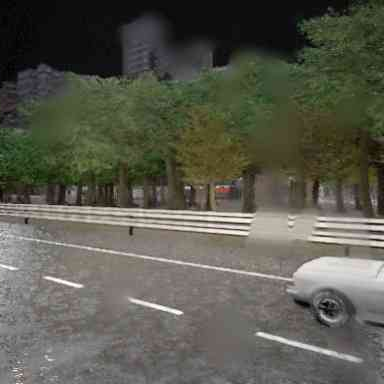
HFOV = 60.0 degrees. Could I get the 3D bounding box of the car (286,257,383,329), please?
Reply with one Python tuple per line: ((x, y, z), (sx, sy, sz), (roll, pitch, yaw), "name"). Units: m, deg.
((4.035, 1.603, 5.289), (4.718, 1.301, 1.895), (0, 0, 36), "car")
